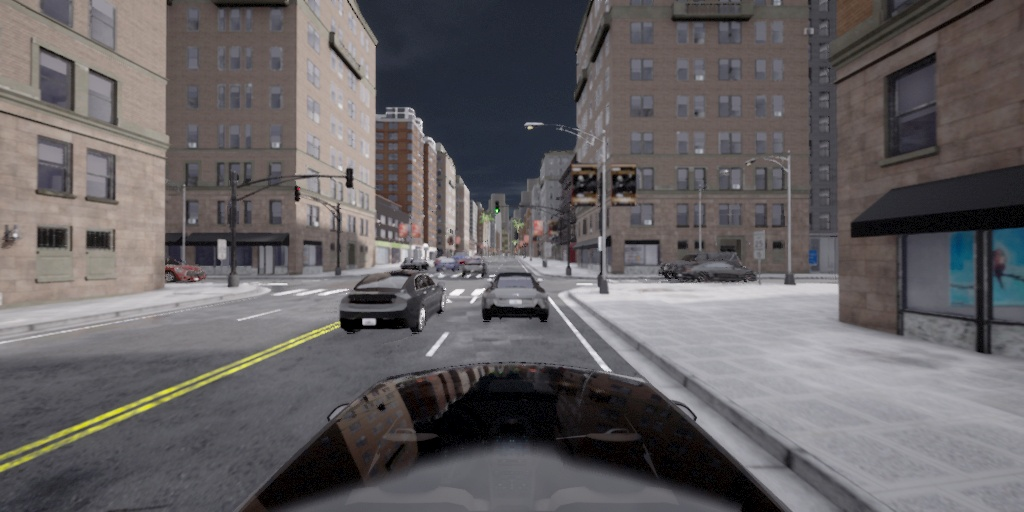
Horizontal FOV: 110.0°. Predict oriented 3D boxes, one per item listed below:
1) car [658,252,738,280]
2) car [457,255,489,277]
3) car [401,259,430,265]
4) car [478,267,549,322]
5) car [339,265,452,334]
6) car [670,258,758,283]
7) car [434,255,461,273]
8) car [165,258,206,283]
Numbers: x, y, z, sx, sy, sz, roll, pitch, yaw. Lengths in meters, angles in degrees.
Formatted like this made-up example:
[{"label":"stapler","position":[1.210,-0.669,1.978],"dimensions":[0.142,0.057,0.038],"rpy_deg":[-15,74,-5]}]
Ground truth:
[{"label":"car","position":[13.537,0.745,25.914],"dimensions":[5.566,2.045,2.150],"rpy_deg":[-1,0,0]},{"label":"car","position":[-3.150,0.960,31.142],"dimensions":[2.128,1.511,4.902],"rpy_deg":[0,1,0]},{"label":"car","position":[-9.862,1.002,36.786],"dimensions":[1.895,1.301,4.718],"rpy_deg":[0,1,1]},{"label":"car","position":[0.098,1.214,11.861],"dimensions":[1.994,1.385,4.181],"rpy_deg":[0,1,0]},{"label":"car","position":[-3.151,1.171,10.322],"dimensions":[1.837,1.490,4.892],"rpy_deg":[0,1,0]},{"label":"car","position":[12.964,1.034,22.766],"dimensions":[4.674,1.442,1.812],"rpy_deg":[0,0,0]},{"label":"car","position":[-6.600,0.923,37.228],"dimensions":[1.812,1.442,4.674],"rpy_deg":[0,1,0]},{"label":"car","position":[-22.131,0.867,22.596],"dimensions":[4.553,1.767,2.097],"rpy_deg":[0,0,0]}]
